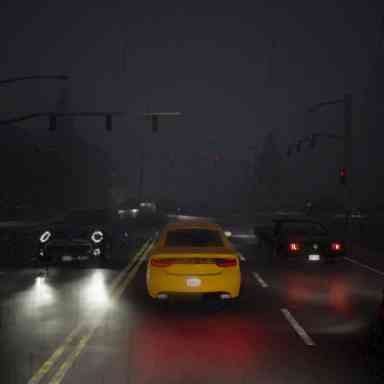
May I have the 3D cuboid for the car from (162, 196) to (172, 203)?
[{"bbox_3d":[-5.210,1.564,69.353,1.994,1.385,4.181,0,0,-1],"label":"car"}]

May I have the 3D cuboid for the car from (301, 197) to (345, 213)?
[{"bbox_3d":[14.082,1.352,35.565,4.553,1.767,2.097,0,0,-2],"label":"car"}]

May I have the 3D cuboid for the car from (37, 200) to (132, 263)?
[{"bbox_3d":[-3.681,1.352,11.956,2.097,1.767,4.553,0,0,-1],"label":"car"}]

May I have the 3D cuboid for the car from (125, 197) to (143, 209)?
[{"bbox_3d":[-8.218,1.478,44.835,1.882,1.535,5.008,0,0,0],"label":"car"}]

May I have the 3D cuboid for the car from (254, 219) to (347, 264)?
[{"bbox_3d":[3.502,1.601,11.801,1.895,1.301,4.718,0,0,-1],"label":"car"}]

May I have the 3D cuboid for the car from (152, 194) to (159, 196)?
[{"bbox_3d":[-4.836,1.526,51.330,1.812,1.442,4.674,0,0,-1],"label":"car"}]

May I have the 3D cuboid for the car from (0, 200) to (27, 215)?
[{"bbox_3d":[-19.471,1.547,33.486,5.357,1.411,2.033,0,0,7],"label":"car"}]

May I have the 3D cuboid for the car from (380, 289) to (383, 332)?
[{"bbox_3d":[3.597,1.478,2.711,1.882,1.535,5.008,0,0,0],"label":"car"}]

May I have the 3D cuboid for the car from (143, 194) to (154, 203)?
[{"bbox_3d":[-8.611,1.565,63.696,1.994,1.385,4.181,0,0,-1],"label":"car"}]

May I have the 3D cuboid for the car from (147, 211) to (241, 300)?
[{"bbox_3d":[0.034,1.478,8.477,1.882,1.535,5.008,0,0,0],"label":"car"}]

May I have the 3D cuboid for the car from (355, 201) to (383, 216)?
[{"bbox_3d":[18.772,1.547,32.200,5.357,1.411,2.033,0,0,-2],"label":"car"}]

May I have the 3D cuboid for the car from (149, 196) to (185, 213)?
[{"bbox_3d":[-2.413,1.492,34.752,2.128,1.511,4.902,0,0,-27],"label":"car"}]

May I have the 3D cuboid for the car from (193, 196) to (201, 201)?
[{"bbox_3d":[1.303,1.595,88.213,1.895,1.301,4.718,0,0,-1],"label":"car"}]
